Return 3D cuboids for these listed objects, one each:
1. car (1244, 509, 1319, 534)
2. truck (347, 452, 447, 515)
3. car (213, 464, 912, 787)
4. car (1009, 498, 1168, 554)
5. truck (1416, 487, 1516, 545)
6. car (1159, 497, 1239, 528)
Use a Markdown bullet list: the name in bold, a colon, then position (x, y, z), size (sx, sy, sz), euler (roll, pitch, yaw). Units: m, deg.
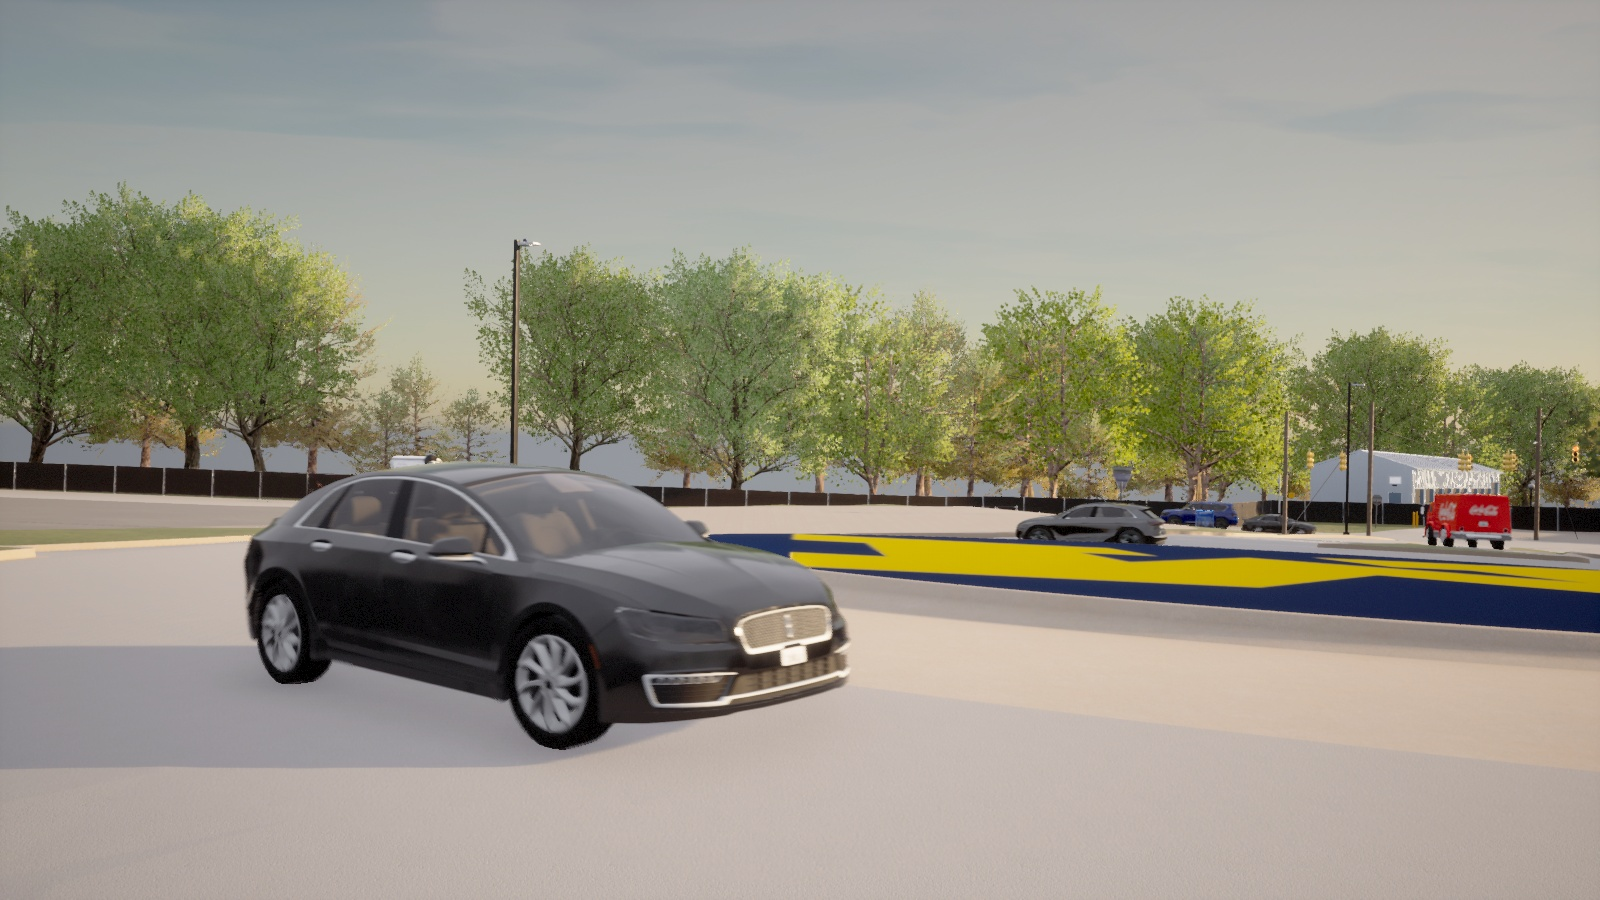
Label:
- **car**: position (34.063, 5.068, 88.831), size (4.892, 1.490, 1.837), euler (1, 0, 21)
- **truck**: position (-23.882, 2.090, 74.914), size (2.891, 3.462, 7.936), euler (1, -3, 4)
- **car**: position (-1.810, 0.870, 8.306), size (4.892, 1.490, 1.837), euler (0, 1, 40)
- **car**: position (9.527, 2.452, 41.414), size (4.856, 1.649, 2.033), euler (0, -1, 22)
- **truck**: position (30.874, 3.060, 58.427), size (2.627, 2.467, 5.204), euler (2, -3, 10)
- **car**: position (29.779, 4.632, 93.904), size (5.566, 2.045, 2.150), euler (1, 1, 14)
